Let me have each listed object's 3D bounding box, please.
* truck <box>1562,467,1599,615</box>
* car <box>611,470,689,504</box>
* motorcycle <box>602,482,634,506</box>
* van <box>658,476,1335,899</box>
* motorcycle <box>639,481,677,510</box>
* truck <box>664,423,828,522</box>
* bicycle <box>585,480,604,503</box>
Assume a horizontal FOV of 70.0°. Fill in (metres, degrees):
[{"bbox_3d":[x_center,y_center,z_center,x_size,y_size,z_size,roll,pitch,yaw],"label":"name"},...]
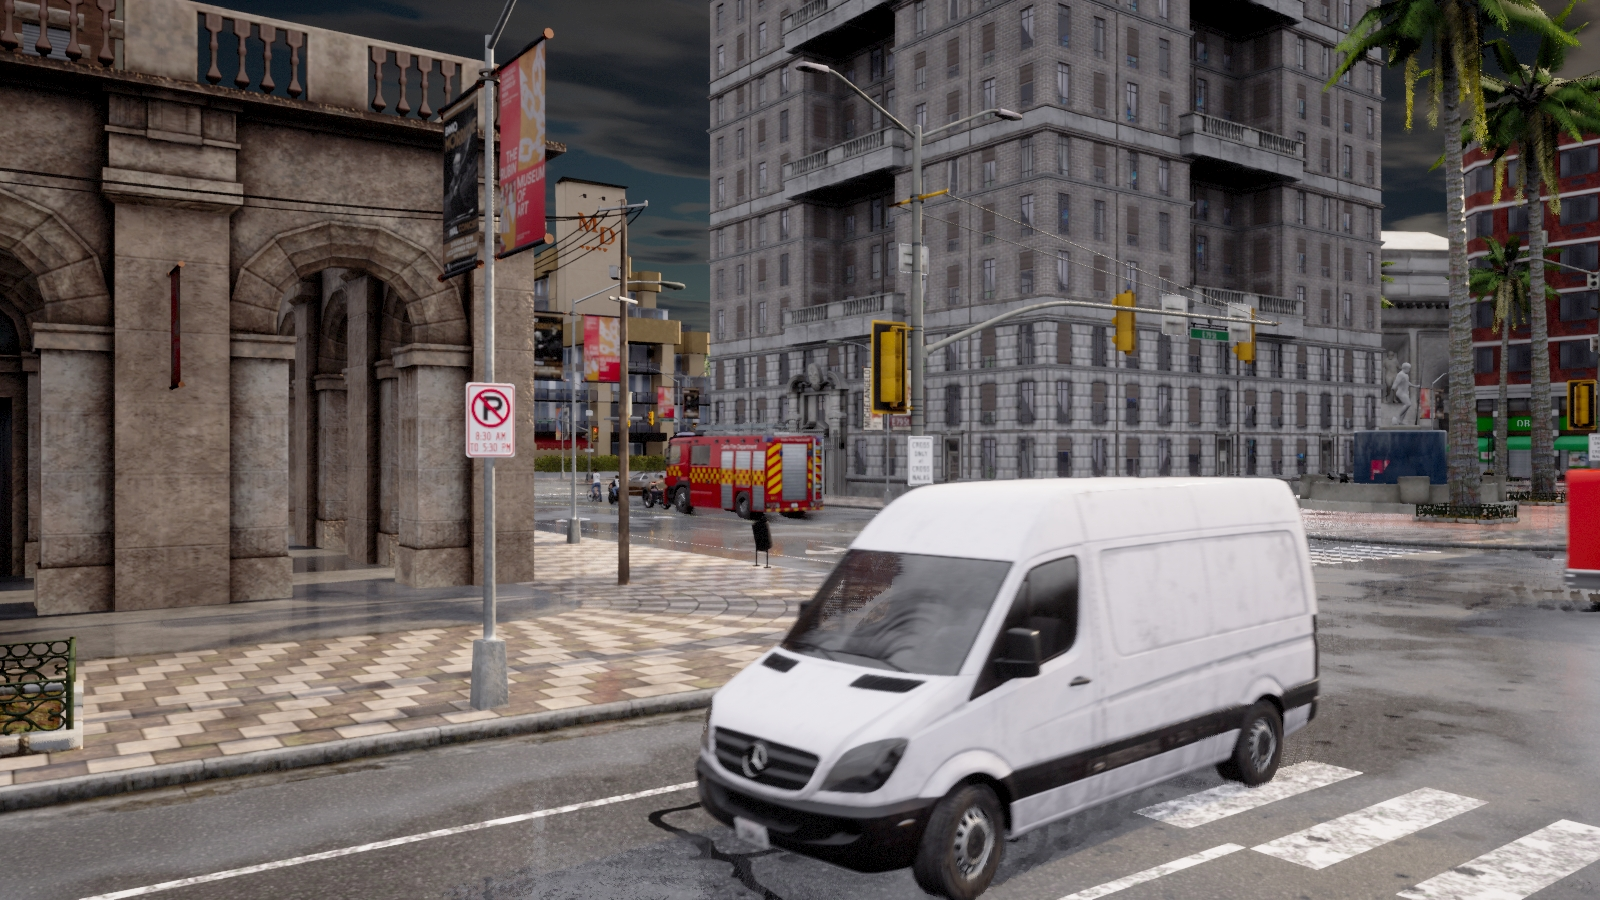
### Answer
[{"bbox_3d":[16.008,1.560,19.261,5.204,2.467,2.627,0,0,35],"label":"truck"},{"bbox_3d":[-8.211,1.981,62.259,2.152,1.651,5.027,0,0,-35],"label":"car"},{"bbox_3d":[-9.213,2.204,57.798,0.803,1.145,2.033,0,0,-36],"label":"motorcycle"},{"bbox_3d":[1.912,1.532,9.111,5.915,2.561,1.988,0,-1,-41],"label":"van"},{"bbox_3d":[-6.767,2.160,54.369,0.764,1.277,2.356,0,0,-35],"label":"motorcycle"},{"bbox_3d":[-2.501,0.881,48.769,2.891,3.827,8.468,0,0,-35],"label":"truck"},{"bbox_3d":[-11.030,2.196,61.250,0.373,1.196,1.643,0,0,-35],"label":"bicycle"}]
